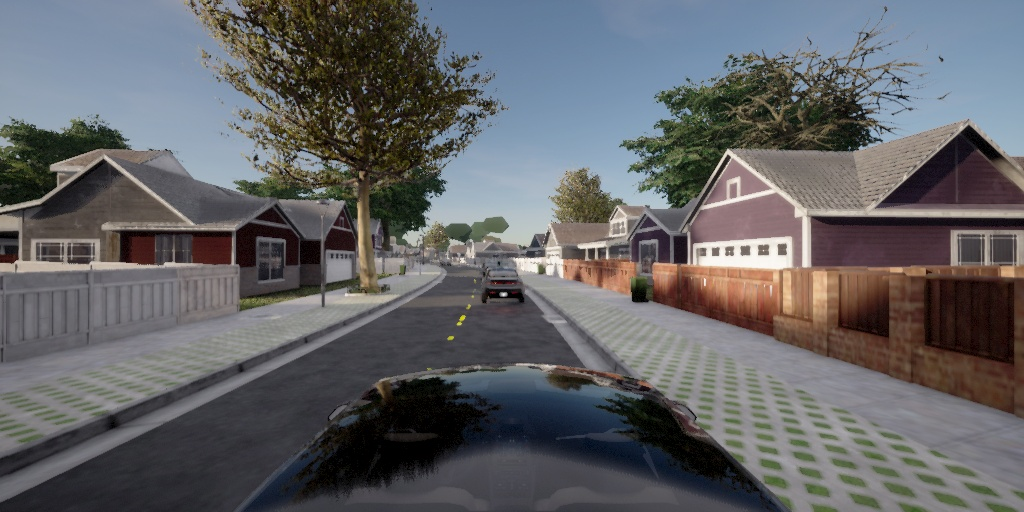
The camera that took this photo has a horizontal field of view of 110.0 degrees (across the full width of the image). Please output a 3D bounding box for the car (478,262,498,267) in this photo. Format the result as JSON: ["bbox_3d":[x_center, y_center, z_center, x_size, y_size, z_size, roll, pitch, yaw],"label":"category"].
[{"bbox_3d":[-1.917,1.281,31.618,1.837,1.490,4.892,0,0,-7],"label":"car"}]

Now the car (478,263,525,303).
[{"bbox_3d":[-0.480,1.271,16.600,1.837,1.490,4.892,0,0,-4],"label":"car"}]
